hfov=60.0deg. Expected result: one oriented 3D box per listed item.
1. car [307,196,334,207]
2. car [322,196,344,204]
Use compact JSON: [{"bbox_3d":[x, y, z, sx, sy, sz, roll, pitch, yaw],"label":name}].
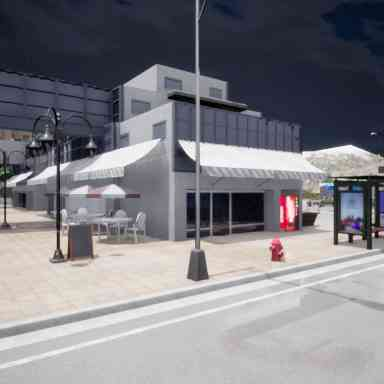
[{"bbox_3d":[19.131,1.345,48.810,5.027,1.636,2.152,0,0,-36],"label":"car"},{"bbox_3d":[28.404,1.489,66.928,4.514,1.523,2.007,0,0,-36],"label":"car"}]
